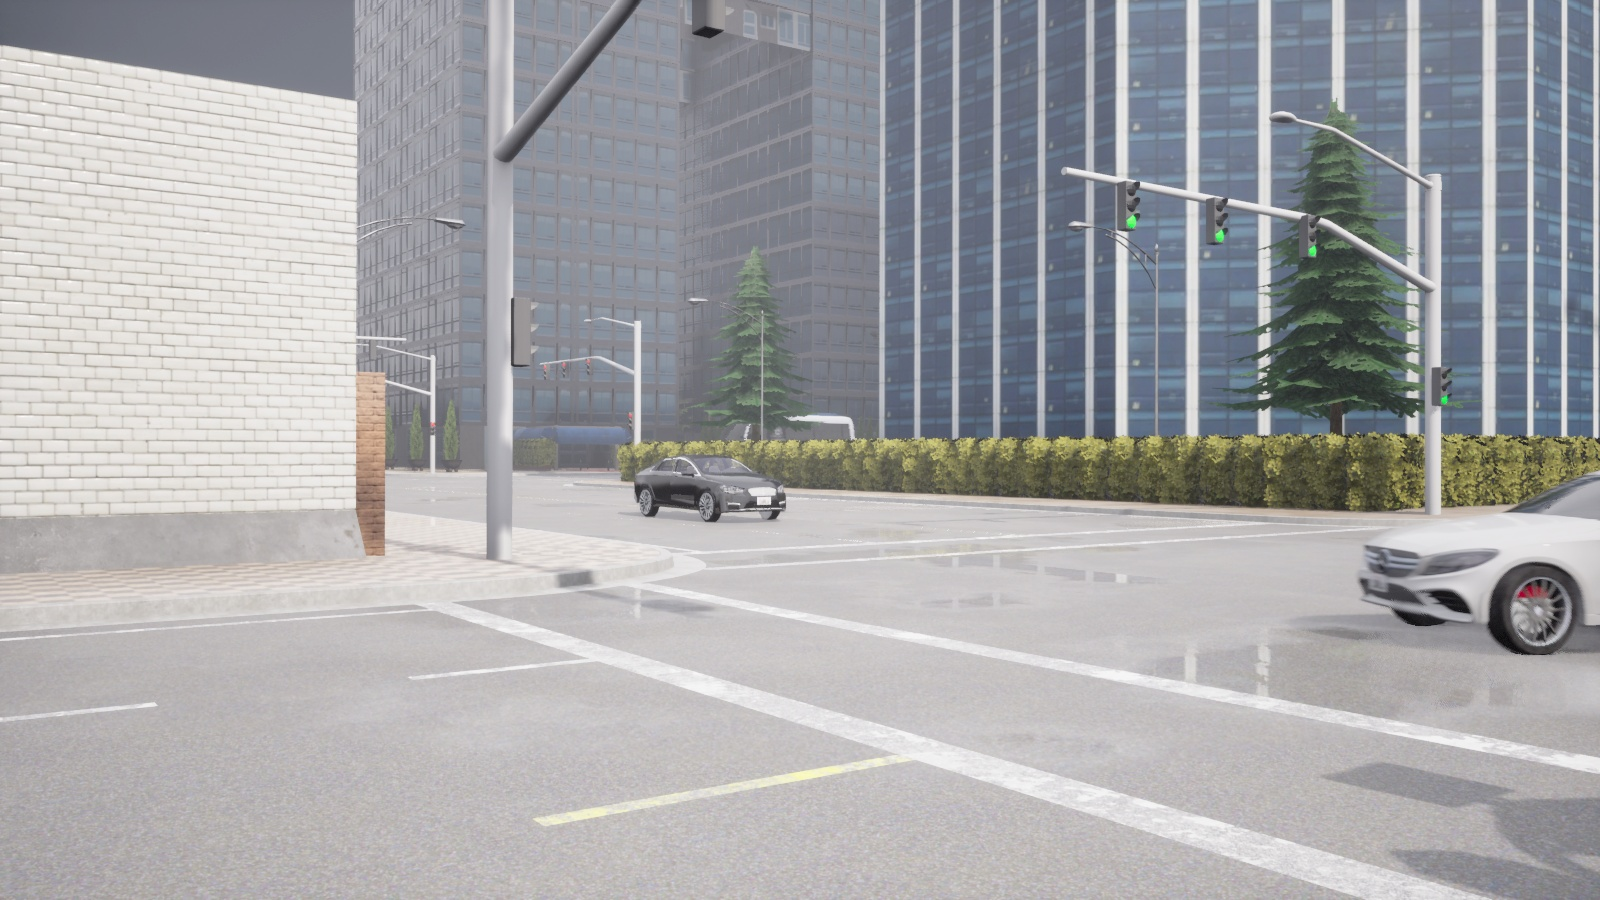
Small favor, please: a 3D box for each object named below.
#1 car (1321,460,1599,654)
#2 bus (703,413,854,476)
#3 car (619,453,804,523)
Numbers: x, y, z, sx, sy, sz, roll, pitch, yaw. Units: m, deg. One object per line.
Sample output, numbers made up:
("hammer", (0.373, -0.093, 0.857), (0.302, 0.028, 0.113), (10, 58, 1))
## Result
("car", (6.998, 0.805, 10.325), (4.674, 1.442, 1.812), (0, 0, -1))
("bus", (-1.424, -0.356, 88.762), (10.273, 4.253, 3.944), (0, 0, -35))
("car", (-2.194, 0.834, 29.697), (2.128, 1.511, 4.902), (0, 0, -35))
